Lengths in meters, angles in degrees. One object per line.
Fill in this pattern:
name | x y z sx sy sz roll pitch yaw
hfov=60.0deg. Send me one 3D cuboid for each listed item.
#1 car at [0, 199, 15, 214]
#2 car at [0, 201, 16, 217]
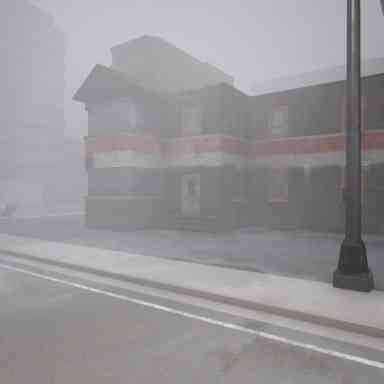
car | -17.597 1.247 28.304 1.853 1.218 4.536 0 0 15
car | -17.611 1.404 28.254 2.038 1.542 4.974 0 0 15
